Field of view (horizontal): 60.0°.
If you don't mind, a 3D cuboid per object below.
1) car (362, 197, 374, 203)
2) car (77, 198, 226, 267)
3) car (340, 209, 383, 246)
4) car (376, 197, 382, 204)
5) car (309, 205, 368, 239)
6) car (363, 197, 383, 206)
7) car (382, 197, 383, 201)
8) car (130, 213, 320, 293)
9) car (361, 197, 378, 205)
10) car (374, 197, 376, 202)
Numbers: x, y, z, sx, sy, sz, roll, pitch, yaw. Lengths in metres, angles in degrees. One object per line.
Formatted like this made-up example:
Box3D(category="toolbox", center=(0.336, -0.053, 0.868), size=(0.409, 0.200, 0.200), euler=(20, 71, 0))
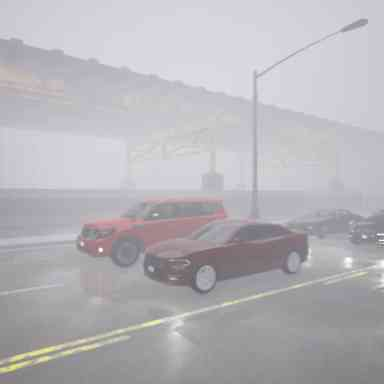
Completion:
Box3D(category="car", center=(25.555, 1.423, 52.405), size=(4.536, 1.218, 1.853), euler=(0, 0, 8))
Box3D(category="car", center=(-1.107, 1.236, 11.796), size=(5.566, 2.045, 2.150), euler=(0, 0, -35))
Box3D(category="car", center=(8.805, 1.544, 14.548), size=(4.892, 1.490, 1.837), euler=(0, 0, -35))
Box3D(category="car", center=(29.352, 1.592, 55.081), size=(2.038, 1.542, 4.974), euler=(0, 0, 18))
Box3D(category="car", center=(7.245, 1.588, 17.730), size=(5.357, 1.411, 2.033), euler=(0, 0, -36))
Box3D(category="car", center=(33.265, 1.605, 58.838), size=(4.974, 1.542, 2.038), euler=(0, 0, -7))
Box3D(category="car", center=(33.214, 1.448, 58.832), size=(4.536, 1.218, 1.853), euler=(0, 0, -7))
Box3D(category="car", center=(1.099, 1.493, 9.068), size=(5.008, 1.535, 1.882), euler=(0, 0, -35))
Box3D(category="car", center=(29.369, 1.435, 55.131), size=(1.853, 1.218, 4.536), euler=(0, 0, 18))
Box3D(category="car", center=(25.606, 1.581, 52.398), size=(4.974, 1.542, 2.038), euler=(0, 0, 8))
